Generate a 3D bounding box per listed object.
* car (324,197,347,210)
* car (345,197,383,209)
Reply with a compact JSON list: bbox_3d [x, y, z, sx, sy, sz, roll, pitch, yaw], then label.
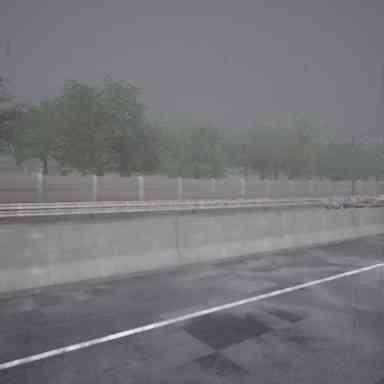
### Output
[{"bbox_3d":[16.948,1.377,37.555,4.892,1.490,1.837,0,0,-35],"label":"car"},{"bbox_3d":[18.111,1.477,34.091,4.718,1.301,1.895,0,0,-35],"label":"car"}]
